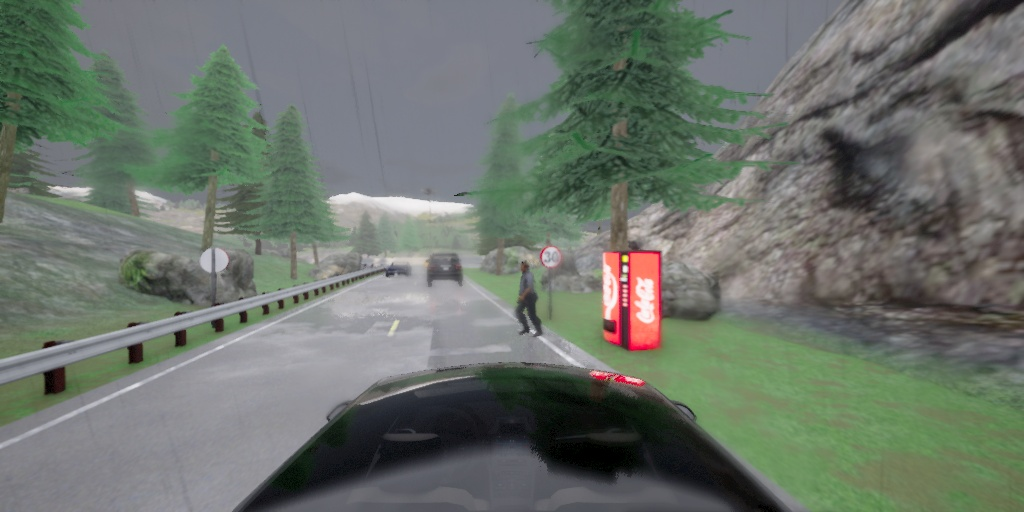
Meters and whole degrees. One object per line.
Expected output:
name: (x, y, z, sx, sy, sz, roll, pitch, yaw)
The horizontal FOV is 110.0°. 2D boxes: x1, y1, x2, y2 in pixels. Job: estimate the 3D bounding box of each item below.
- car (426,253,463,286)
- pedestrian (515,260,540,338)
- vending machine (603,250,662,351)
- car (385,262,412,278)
car: (-4.435, 0.808, 23.537, 2.150, 2.045, 5.566, -1, 1, -12)
pedestrian: (0.360, 0.979, 8.419, 0.375, 1.860, 0.375, -1, 1, -13)
vending machine: (2.620, 0.868, 7.889, 1.100, 2.100, 0.880, 0, 0, -13)
car: (-9.853, 1.157, 31.369, 1.895, 1.301, 4.718, -1, 1, -11)
